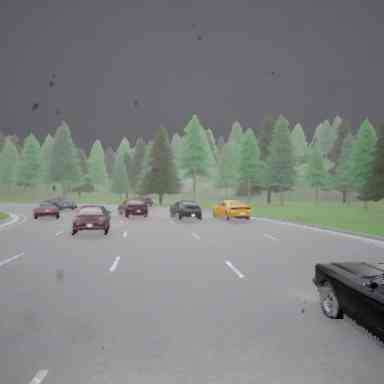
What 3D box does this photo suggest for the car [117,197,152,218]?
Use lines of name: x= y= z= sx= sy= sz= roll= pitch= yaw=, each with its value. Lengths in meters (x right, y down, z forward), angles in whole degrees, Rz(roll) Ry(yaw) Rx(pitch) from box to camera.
car: x=-5.405 y=1.429 z=29.813 sx=1.882 sy=1.535 sz=5.008 roll=0 pitch=0 yaw=-23

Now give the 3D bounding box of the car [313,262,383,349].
car: x=3.368 y=1.593 z=4.375 sx=1.895 sy=1.301 sz=4.718 roll=0 pitch=0 yaw=-3

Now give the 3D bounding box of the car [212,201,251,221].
car: x=3.116 y=1.433 z=27.089 sx=1.882 sy=1.535 sz=5.008 roll=0 pitch=0 yaw=-14

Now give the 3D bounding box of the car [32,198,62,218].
car: x=-12.986 y=1.516 z=29.446 sx=1.994 sy=1.385 sz=4.181 roll=0 pitch=0 yaw=-27

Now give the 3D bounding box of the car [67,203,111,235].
car: x=-5.610 y=1.495 z=18.784 sx=1.812 sy=1.442 sz=4.674 roll=0 pitch=0 yaw=-13

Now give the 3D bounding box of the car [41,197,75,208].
car: x=-18.679 y=1.415 z=46.207 sx=4.902 sy=1.511 sz=2.128 roll=0 pitch=0 yaw=35

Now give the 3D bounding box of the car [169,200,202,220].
car: x=-0.608 y=1.461 z=27.374 sx=1.837 sy=1.490 sz=4.892 roll=1 pitch=0 yaw=-16

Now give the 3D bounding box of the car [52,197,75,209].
car: x=-15.507 y=1.483 z=39.160 sx=5.357 sy=1.411 sz=2.033 roll=0 pitch=0 yaw=44
